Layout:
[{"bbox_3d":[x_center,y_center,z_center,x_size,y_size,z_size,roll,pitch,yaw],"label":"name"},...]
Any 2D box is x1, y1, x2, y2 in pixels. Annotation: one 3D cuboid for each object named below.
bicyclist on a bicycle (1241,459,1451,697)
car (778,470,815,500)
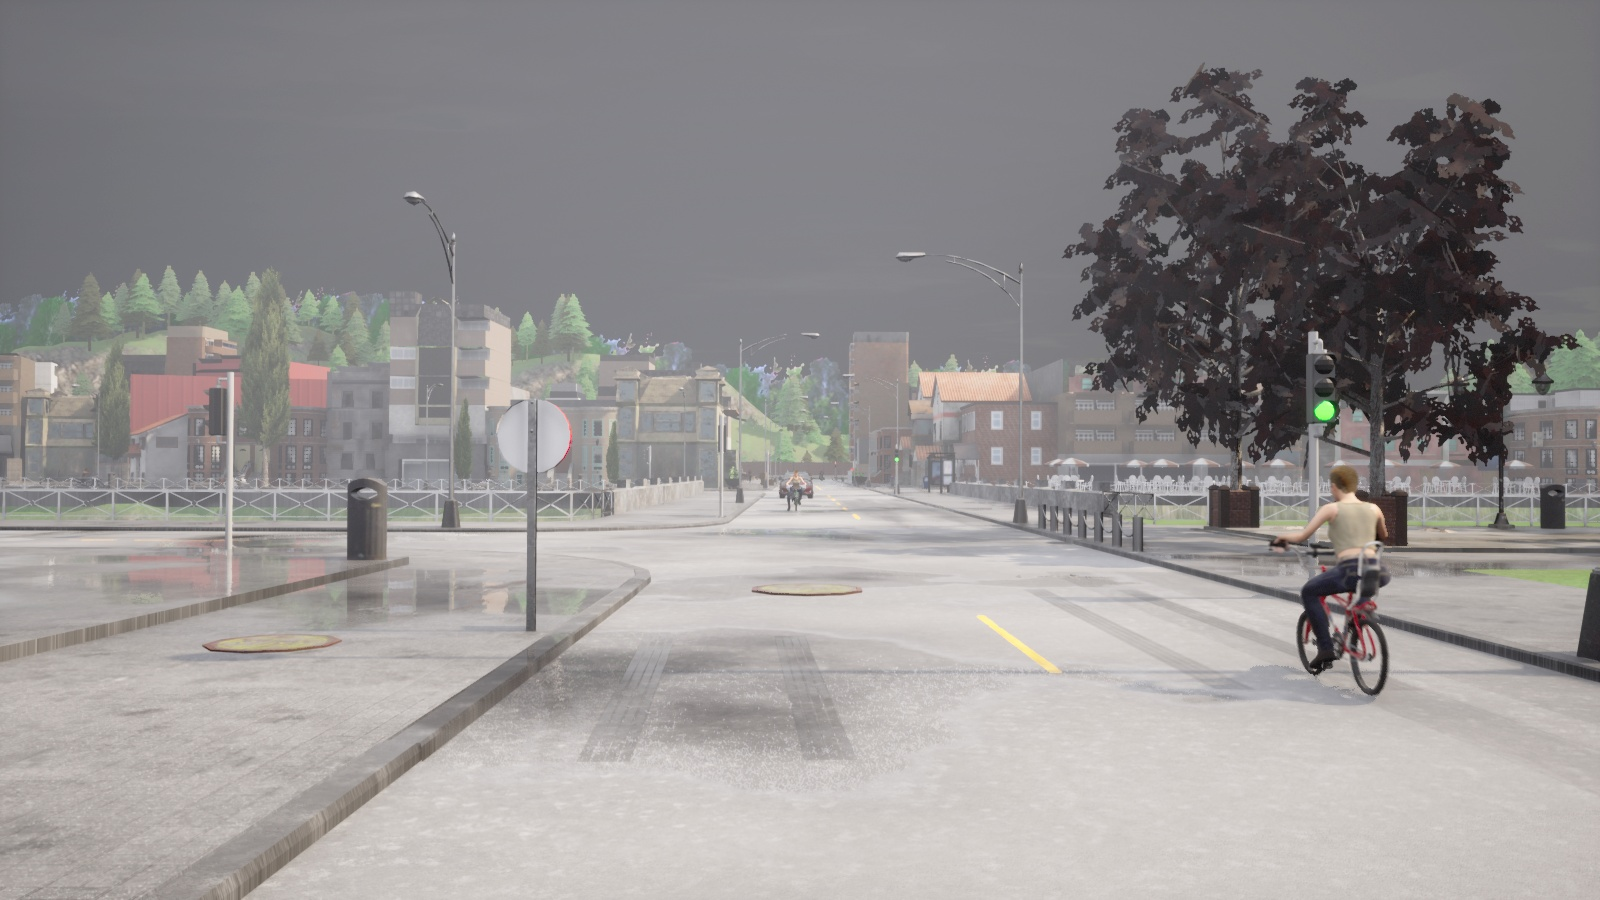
[{"bbox_3d":[3.972,0.892,9.285,0.866,1.612,1.509,0,-2,0],"label":"bicyclist on a bicycle"},{"bbox_3d":[-0.195,1.952,71.930,2.033,1.649,4.856,0,-1,0],"label":"car"}]
